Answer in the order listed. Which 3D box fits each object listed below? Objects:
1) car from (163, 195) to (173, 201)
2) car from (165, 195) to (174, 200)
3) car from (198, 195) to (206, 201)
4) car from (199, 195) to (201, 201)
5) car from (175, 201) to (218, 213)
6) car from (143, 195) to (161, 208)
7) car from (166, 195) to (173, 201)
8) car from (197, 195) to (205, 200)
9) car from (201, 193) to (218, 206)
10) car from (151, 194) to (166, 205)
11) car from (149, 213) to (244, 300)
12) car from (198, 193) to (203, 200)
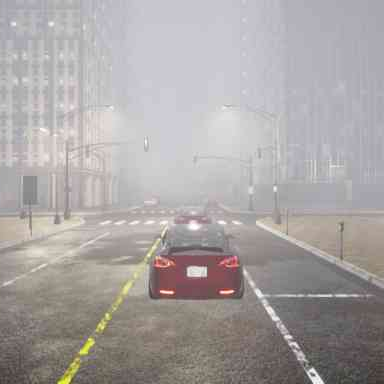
[{"bbox_3d":[-5.915,1.423,82.209,2.008,1.369,4.403,0,0,0],"label":"car"},{"bbox_3d":[-5.931,1.405,87.885,2.008,1.369,4.403,0,0,0],"label":"car"},{"bbox_3d":[2.465,1.417,82.227,1.887,1.381,4.507,0,0,0],"label":"car"},{"bbox_3d":[2.643,1.496,53.855,2.008,1.369,4.403,0,0,0],"label":"car"},{"bbox_3d":[0.040,1.496,18.411,2.163,1.488,4.792,0,0,0],"label":"car"},{"bbox_3d":[-5.950,1.482,47.984,1.752,1.417,4.829,0,0,0],"label":"car"},{"bbox_3d":[-5.900,1.434,76.534,1.887,1.381,4.507,0,0,0],"label":"car"},{"bbox_3d":[2.449,1.405,87.901,2.008,1.369,4.403,0,0,0],"label":"car"},{"bbox_3d":[2.689,1.397,48.177,1.967,1.590,4.097,0,0,0],"label":"car"},{"bbox_3d":[-5.936,1.260,53.832,2.192,1.841,5.009,0,0,0],"label":"car"},{"bbox_3d":[0.075,1.501,8.416,2.163,1.488,4.792,0,0,0],"label":"car"},{"bbox_3d":[2.498,1.219,70.877,2.192,1.841,5.009,0,0,0],"label":"car"}]
